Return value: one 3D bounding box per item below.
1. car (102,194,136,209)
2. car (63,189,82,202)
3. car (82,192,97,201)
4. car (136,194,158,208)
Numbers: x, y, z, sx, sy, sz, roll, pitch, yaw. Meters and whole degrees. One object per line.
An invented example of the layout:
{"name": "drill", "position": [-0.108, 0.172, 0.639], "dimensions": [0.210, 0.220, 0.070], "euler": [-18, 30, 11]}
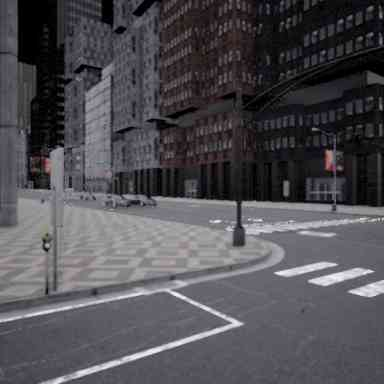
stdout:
{"name": "car", "position": [-8.448, 1.051, 37.082], "dimensions": [1.837, 1.490, 4.892], "euler": [0, 1, -36]}
{"name": "car", "position": [-20.017, 0.530, 53.281], "dimensions": [2.150, 2.045, 5.566], "euler": [0, 1, -36]}
{"name": "car", "position": [-17.399, 0.789, 55.207], "dimensions": [1.837, 1.490, 4.892], "euler": [0, 1, -36]}
{"name": "car", "position": [-5.800, 1.051, 38.966], "dimensions": [1.837, 1.490, 4.892], "euler": [0, 1, -36]}
